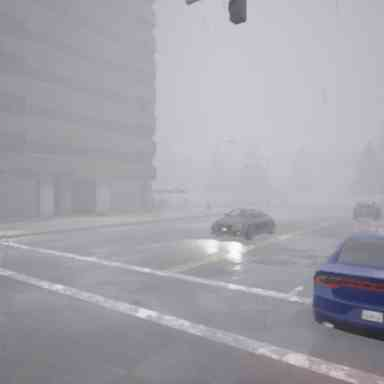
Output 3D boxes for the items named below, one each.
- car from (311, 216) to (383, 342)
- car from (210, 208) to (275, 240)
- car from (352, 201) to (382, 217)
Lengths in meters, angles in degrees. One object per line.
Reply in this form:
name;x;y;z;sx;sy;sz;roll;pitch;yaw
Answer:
car;3.822;1.477;6.396;1.882;1.535;5.008;0;0;36
car;2.672;1.554;17.080;1.994;1.385;4.181;0;0;36
car;14.629;1.485;27.815;2.128;1.511;4.902;0;0;32
